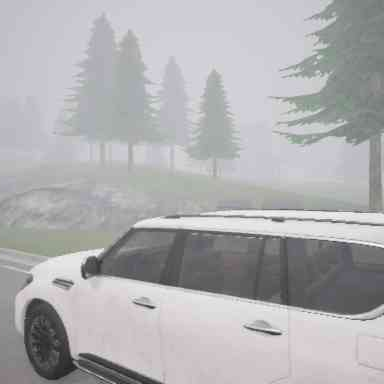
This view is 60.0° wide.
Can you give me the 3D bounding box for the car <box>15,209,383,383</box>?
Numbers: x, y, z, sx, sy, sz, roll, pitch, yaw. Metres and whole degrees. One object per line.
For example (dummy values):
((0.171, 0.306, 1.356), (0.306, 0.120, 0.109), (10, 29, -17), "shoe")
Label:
((0.261, 1.220, 3.807), (5.566, 2.045, 2.150), (0, 0, 36), "car")
